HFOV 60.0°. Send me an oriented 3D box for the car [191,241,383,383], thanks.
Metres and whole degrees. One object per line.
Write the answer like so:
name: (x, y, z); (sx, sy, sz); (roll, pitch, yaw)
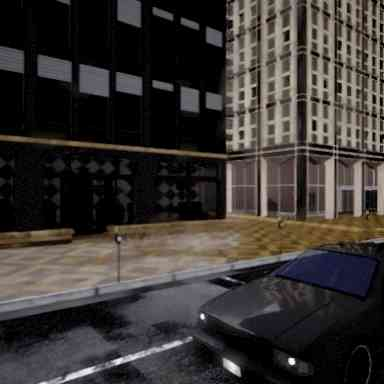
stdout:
car: (2.610, 1.546, 5.219); (5.357, 1.411, 2.033); (0, 0, -35)
